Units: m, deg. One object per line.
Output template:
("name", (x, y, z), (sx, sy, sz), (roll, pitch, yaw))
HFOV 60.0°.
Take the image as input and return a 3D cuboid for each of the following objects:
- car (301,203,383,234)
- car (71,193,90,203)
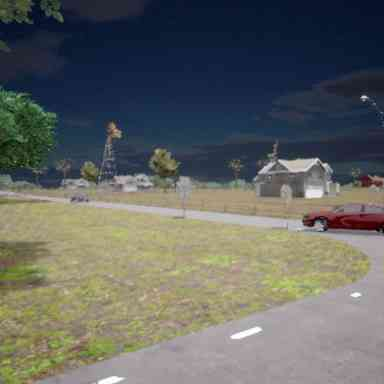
("car", (8.153, 1.275, 16.799), (5.008, 1.535, 1.882), (1, -1, 16))
("car", (-17.527, 0.861, 51.969), (1.837, 1.490, 4.892), (2, 0, -36))
